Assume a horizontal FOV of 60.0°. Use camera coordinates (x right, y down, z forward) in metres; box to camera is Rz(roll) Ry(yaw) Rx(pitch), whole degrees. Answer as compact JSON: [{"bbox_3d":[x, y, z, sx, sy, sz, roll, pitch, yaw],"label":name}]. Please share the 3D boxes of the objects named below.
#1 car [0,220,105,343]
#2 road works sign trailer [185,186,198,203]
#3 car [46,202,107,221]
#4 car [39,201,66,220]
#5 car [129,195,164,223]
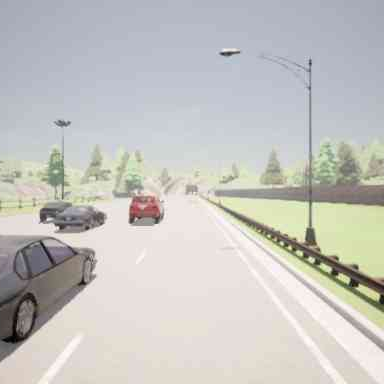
[{"bbox_3d":[-3.400,1.546,6.358,2.033,1.411,5.357,0,0,0],"label":"car"},{"bbox_3d":[0.008,0.448,66.535,2.380,3.560,2.880,0,0,0],"label":"road works sign trailer"},{"bbox_3d":[-6.899,1.542,21.072,2.033,1.411,5.357,0,0,0],"label":"car"},{"bbox_3d":[-10.397,1.499,26.510,1.837,1.490,4.892,0,0,0],"label":"car"},{"bbox_3d":[-3.397,1.215,25.518,2.150,2.045,5.566,0,0,0],"label":"car"}]
